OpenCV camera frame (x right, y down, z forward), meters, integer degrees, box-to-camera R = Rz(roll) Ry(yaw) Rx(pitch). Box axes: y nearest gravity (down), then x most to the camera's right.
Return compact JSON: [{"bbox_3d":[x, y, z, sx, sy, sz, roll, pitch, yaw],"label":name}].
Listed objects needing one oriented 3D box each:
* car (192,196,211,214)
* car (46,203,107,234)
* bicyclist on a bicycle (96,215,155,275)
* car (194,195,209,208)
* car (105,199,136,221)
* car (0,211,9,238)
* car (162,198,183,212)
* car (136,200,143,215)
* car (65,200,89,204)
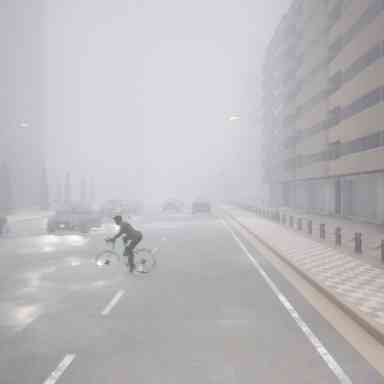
[{"bbox_3d":[0.999,1.477,34.996,1.882,1.535,5.008,0,0,1],"label":"car"},{"bbox_3d":[-6.626,1.564,19.072,1.994,1.385,4.181,0,0,1],"label":"car"},{"bbox_3d":[-1.834,1.454,9.070,1.656,1.620,0.582,-2,0,2],"label":"bicyclist on a bicycle"},{"bbox_3d":[1.304,1.352,47.419,2.097,1.767,4.553,0,0,1],"label":"car"},{"bbox_3d":[-6.311,1.352,27.226,2.097,1.767,4.553,0,0,2],"label":"car"},{"bbox_3d":[-10.239,1.352,14.720,2.097,1.767,4.553,0,0,2],"label":"car"},{"bbox_3d":[-2.406,1.525,38.690,1.812,1.442,4.674,0,0,1],"label":"car"},{"bbox_3d":[-6.188,1.477,33.535,1.882,1.535,5.008,0,0,2],"label":"car"},{"bbox_3d":[-9.866,1.505,28.180,1.837,1.490,4.892,0,0,2],"label":"car"}]
